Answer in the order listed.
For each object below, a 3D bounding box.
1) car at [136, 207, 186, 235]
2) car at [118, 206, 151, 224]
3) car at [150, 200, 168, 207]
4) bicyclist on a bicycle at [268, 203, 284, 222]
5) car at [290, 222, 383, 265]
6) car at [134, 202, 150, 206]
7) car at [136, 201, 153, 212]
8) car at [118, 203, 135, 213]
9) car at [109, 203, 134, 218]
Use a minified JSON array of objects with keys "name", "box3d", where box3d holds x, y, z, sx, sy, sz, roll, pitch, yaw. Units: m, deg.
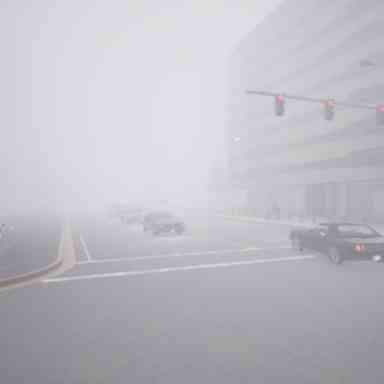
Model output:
[{"name":"car","box3d":[-2.086,2.012,22.544,2.033,1.411,5.357,0,-1,-21]},{"name":"car","box3d":[-5.466,2.264,31.536,1.895,1.301,4.718,0,-1,-21]},{"name":"car","box3d":[-5.316,2.237,51.580,2.150,2.045,5.566,0,-1,-21]},{"name":"bicyclist on a bicycle","box3d":[7.269,1.769,28.866,1.656,1.620,0.582,-1,-1,-21]},{"name":"car","box3d":[5.390,1.780,12.398,1.895,1.301,4.718,-1,-1,-7]},{"name":"car","box3d":[-8.106,2.481,49.054,1.882,1.535,5.008,0,-1,-21]},{"name":"car","box3d":[-8.671,2.564,60.497,2.097,1.767,4.553,0,-1,-21]},{"name":"car","box3d":[-11.394,2.687,57.766,2.128,1.511,4.902,0,-1,-20]},{"name":"car","box3d":[-8.933,2.219,40.786,2.097,1.767,4.553,0,-1,-20]}]
